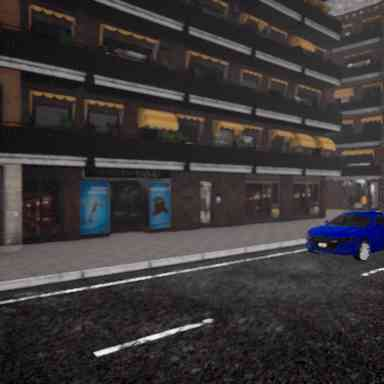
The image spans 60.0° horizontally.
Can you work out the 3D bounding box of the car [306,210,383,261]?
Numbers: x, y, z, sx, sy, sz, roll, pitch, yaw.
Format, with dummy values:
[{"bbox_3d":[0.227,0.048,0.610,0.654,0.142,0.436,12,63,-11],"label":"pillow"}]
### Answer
[{"bbox_3d":[6.262,1.453,12.335,5.008,1.535,1.882,0,0,-37],"label":"car"}]
